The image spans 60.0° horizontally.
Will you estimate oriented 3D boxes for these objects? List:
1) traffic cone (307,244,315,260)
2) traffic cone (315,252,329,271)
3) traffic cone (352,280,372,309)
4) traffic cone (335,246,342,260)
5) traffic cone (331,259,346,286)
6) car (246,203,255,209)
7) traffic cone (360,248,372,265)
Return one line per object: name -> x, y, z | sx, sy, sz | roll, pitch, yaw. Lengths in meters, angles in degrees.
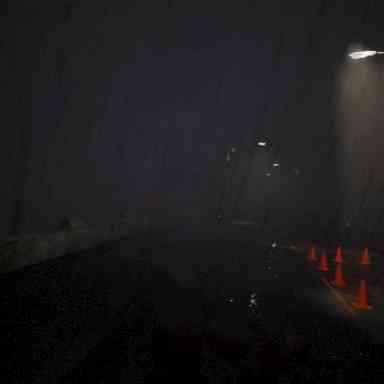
traffic cone -> 4.842, 2.393, 13.358 | 0.340, 0.580, 0.340 | 3, -1, 10
traffic cone -> 4.500, 2.351, 11.388 | 0.340, 0.580, 0.340 | 3, -1, 10
traffic cone -> 3.817, 2.266, 7.447 | 0.340, 0.580, 0.340 | 3, -1, 10
traffic cone -> 5.826, 2.450, 13.186 | 0.340, 0.580, 0.340 | 3, -1, 10
traffic cone -> 4.159, 2.308, 9.417 | 0.340, 0.580, 0.340 | 3, -1, 10
car -> 13.614, 3.204, 77.180 | 1.812, 1.442, 4.674 | 3, -1, 10
traffic cone -> 6.809, 2.506, 13.014 | 0.340, 0.580, 0.340 | 3, -1, 10
